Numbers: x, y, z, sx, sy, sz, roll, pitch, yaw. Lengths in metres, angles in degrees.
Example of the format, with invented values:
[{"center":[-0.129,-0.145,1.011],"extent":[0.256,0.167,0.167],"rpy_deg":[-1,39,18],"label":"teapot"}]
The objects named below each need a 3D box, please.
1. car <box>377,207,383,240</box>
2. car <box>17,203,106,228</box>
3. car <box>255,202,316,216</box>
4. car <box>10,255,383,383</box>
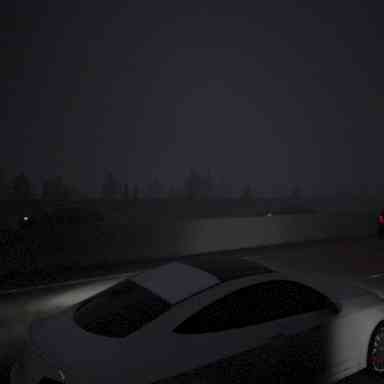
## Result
[{"center":[9.828,1.202,13.131],"extent":[5.566,2.045,2.150],"rpy_deg":[0,0,-26],"label":"car"},{"center":[-7.585,1.426,19.652],"extent":[4.902,1.511,2.128],"rpy_deg":[0,0,-32],"label":"car"},{"center":[6.637,1.474,23.379],"extent":[4.674,1.442,1.812],"rpy_deg":[0,0,-24],"label":"car"},{"center":[0.533,1.515,3.903],"extent":[4.674,1.442,1.812],"rpy_deg":[0,0,-33],"label":"car"}]
